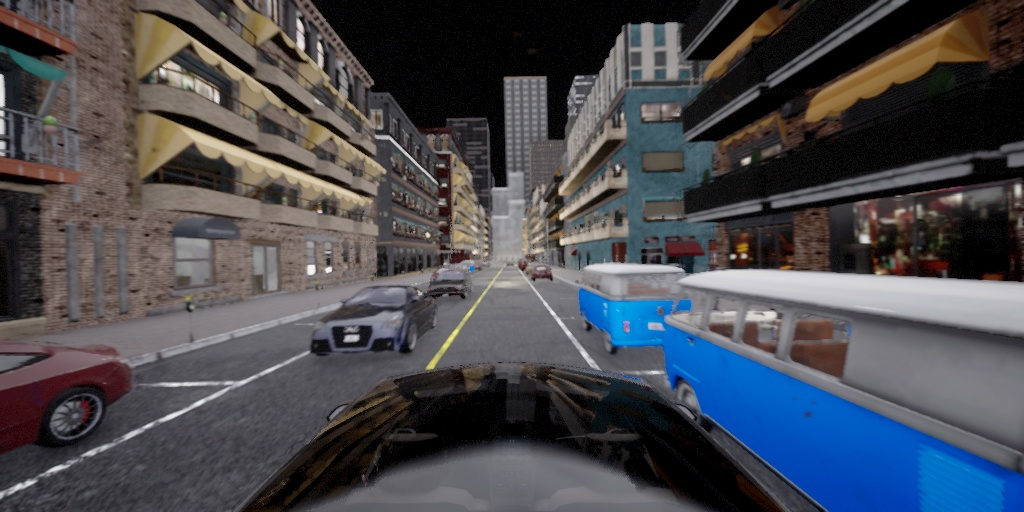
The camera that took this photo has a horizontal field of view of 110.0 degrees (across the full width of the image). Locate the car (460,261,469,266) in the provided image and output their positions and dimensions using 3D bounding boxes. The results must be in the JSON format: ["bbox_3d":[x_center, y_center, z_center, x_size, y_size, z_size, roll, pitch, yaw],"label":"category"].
[{"bbox_3d":[-5.825,1.533,36.466,1.967,1.591,4.097,0,0,0],"label":"car"}]

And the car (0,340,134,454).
[{"bbox_3d":[-5.653,1.467,2.854,1.802,1.307,4.207,0,0,0],"label":"car"}]

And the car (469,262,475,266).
[{"bbox_3d":[-5.853,1.679,42.068,2.007,1.370,4.403,0,0,0],"label":"car"}]

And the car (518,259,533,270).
[{"bbox_3d":[2.435,1.324,53.287,2.192,1.841,5.009,0,0,0],"label":"car"}]

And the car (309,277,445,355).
[{"bbox_3d":[-3.148,1.429,8.981,1.994,1.385,4.181,-1,0,-1],"label":"car"}]

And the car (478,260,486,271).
[{"bbox_3d":[-5.962,1.549,58.874,2.192,1.841,5.009,0,0,0],"label":"car"}]

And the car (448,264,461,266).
[{"bbox_3d":[-5.796,1.641,30.865,1.802,1.307,4.207,0,0,0],"label":"car"}]

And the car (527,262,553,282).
[{"bbox_3d":[2.550,1.452,30.880,1.802,1.307,4.207,0,0,0],"label":"car"}]

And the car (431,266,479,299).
[{"bbox_3d":[-3.198,1.479,19.650,2.033,1.411,5.357,-1,0,-1],"label":"car"}]

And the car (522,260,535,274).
[{"bbox_3d":[2.492,1.465,42.253,1.751,1.417,4.829,0,0,0],"label":"car"}]

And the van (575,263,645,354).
[{"bbox_3d":[2.664,1.072,8.472,1.690,1.789,3.998,0,0,0],"label":"van"}]

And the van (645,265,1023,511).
[{"bbox_3d":[2.692,1.037,2.869,1.690,1.789,3.998,0,0,0],"label":"van"}]

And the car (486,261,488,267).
[{"bbox_3d":[-6.008,1.820,64.476,2.007,1.370,4.403,0,0,0],"label":"car"}]

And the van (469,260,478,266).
[{"bbox_3d":[-5.882,1.504,47.670,1.690,1.789,3.998,0,0,0],"label":"van"}]
